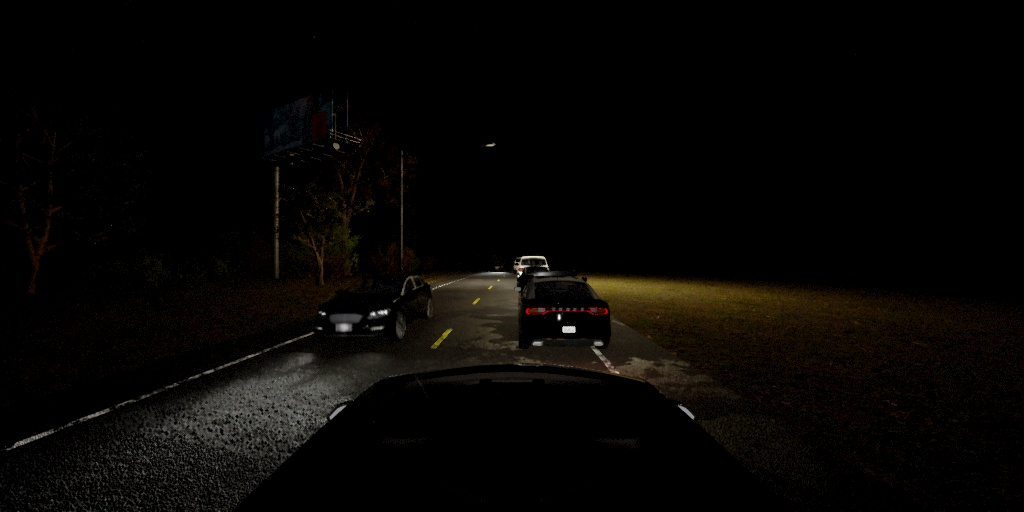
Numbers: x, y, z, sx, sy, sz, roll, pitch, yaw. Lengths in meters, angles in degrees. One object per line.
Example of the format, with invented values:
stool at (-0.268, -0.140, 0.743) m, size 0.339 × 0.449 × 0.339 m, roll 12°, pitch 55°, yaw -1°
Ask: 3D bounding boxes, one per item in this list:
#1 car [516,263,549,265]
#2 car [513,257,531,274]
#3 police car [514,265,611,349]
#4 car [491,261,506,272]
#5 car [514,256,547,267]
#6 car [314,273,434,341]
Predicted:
car at (1.276, 1.296, 19.172) m, size 1.837 × 1.490 × 4.892 m, roll 0°, pitch 0°, yaw 1°
car at (1.392, 1.204, 46.526) m, size 2.150 × 2.045 × 5.566 m, roll 0°, pitch 0°, yaw 4°
police car at (1.100, 1.185, 9.316) m, size 1.930 × 1.638 × 5.238 m, roll 0°, pitch 0°, yaw 1°
car at (-1.908, 1.519, 51.670) m, size 2.128 × 1.511 × 4.902 m, roll 0°, pitch 0°, yaw 4°
car at (1.445, 1.044, 25.181) m, size 2.150 × 2.045 × 5.566 m, roll 0°, pitch 0°, yaw 2°
car at (-3.520, 1.253, 10.020) m, size 2.128 × 1.511 × 4.902 m, roll 0°, pitch 0°, yaw 1°
